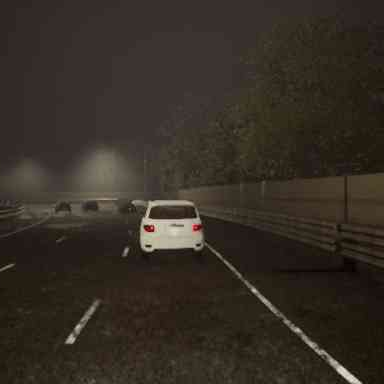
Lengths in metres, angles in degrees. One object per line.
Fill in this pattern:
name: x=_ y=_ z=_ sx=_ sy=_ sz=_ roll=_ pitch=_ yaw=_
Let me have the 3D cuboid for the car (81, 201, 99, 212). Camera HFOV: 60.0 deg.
car: x=-14.239 y=1.988 z=46.445 sx=1.882 sy=1.535 sz=5.008 roll=0 pitch=-1 yaw=-25

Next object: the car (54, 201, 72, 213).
car: x=-17.606 y=1.992 z=45.362 sx=1.882 sy=1.535 sz=5.008 roll=0 pitch=-1 yaw=-26

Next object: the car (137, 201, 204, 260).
car: x=-0.915 y=1.352 z=13.216 sx=2.150 sy=2.045 sz=5.566 roll=0 pitch=-1 yaw=-8

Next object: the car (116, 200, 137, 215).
car: x=-7.970 y=1.993 z=40.955 sx=1.994 sy=1.385 sz=4.181 roll=0 pitch=-1 yaw=-19

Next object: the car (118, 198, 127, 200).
car: x=-15.008 y=2.123 z=72.975 sx=2.097 sy=1.767 sz=4.553 roll=0 pitch=-1 yaw=8
